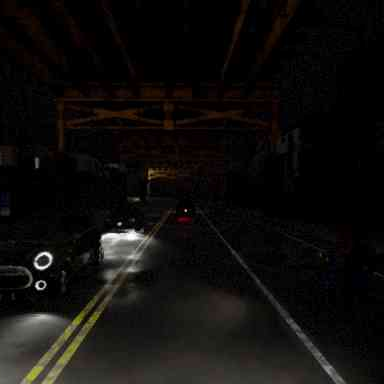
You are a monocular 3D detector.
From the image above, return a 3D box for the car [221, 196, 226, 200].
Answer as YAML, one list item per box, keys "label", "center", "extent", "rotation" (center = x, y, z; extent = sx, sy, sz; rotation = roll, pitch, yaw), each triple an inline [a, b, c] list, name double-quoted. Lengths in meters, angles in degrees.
- label: "car"
  center: [10.221, 1.444, 90.080]
  extent: [4.974, 1.542, 2.038]
  rotation: [0, 0, 29]

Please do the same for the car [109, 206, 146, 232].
- label: "car"
  center: [-3.980, 1.561, 20.202]
  extent: [1.994, 1.385, 4.181]
  rotation: [0, 0, -1]

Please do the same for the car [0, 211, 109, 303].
- label: "car"
  center: [-3.764, 1.350, 8.428]
  extent: [2.097, 1.767, 4.553]
  rotation: [0, 0, -1]

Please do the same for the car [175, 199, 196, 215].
- label: "car"
  center: [-0.642, 1.500, 33.819]
  extent: [1.837, 1.490, 4.892]
  rotation: [0, 0, -1]

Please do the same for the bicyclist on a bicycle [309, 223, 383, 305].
- label: "bicyclist on a bicycle"
  center: [3.120, 1.448, 6.626]
  extent: [1.656, 1.620, 0.582]
  rotation: [-2, 0, -1]
